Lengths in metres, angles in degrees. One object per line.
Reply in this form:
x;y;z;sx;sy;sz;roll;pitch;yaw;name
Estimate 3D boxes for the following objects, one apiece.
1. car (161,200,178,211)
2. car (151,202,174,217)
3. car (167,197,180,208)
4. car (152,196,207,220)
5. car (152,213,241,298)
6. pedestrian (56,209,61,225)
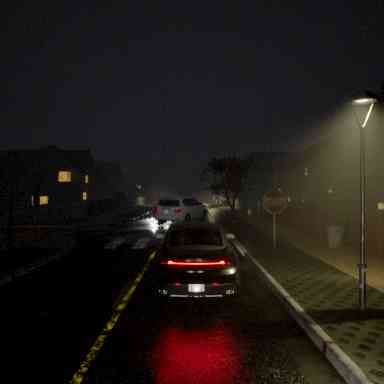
-2.927;1.722;43.792;1.895;1.301;4.718;0;0;0;car
-2.913;1.682;33.795;1.895;1.301;4.718;0;0;0;car
-2.944;1.650;53.920;1.882;1.535;5.008;0;0;0;car
-0.712;1.333;24.751;2.150;2.045;5.566;2;2;23;car
0.083;1.517;8.524;1.837;1.490;4.892;0;0;0;car
-9.958;1.477;24.861;0.375;1.860;0.375;0;-2;5;pedestrian
